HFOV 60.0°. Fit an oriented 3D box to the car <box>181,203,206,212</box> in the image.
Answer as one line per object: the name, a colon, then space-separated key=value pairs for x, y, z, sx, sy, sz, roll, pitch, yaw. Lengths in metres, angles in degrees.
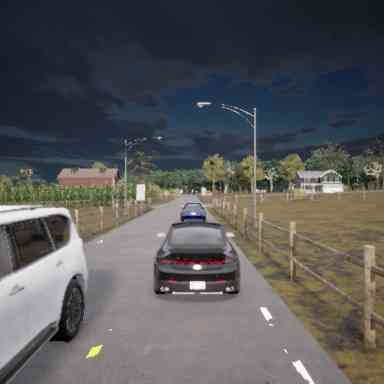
car: x=0.104 y=1.543 z=26.496 sx=1.994 sy=1.385 sz=4.181 roll=0 pitch=0 yaw=0

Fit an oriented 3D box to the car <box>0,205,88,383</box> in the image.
car: x=-2.850 y=1.224 z=3.558 sx=2.150 sy=2.045 sz=5.566 roll=0 pitch=0 yaw=0

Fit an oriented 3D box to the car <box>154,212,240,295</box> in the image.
car: x=0.102 y=1.508 z=8.717 sx=1.837 sy=1.490 sz=4.892 roll=0 pitch=0 yaw=0
